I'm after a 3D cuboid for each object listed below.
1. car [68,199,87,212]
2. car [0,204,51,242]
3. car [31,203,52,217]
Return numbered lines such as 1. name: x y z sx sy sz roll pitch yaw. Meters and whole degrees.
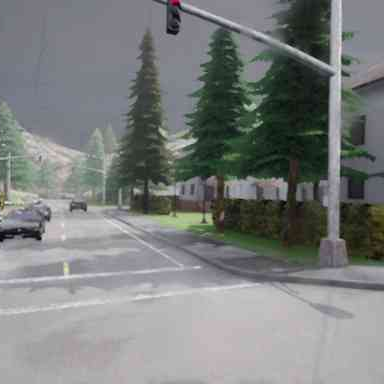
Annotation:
1. car: -13.633 1.581 39.700 1.837 1.490 4.892 1 0 -23
2. car: -8.559 1.586 17.049 2.033 1.411 5.357 1 0 -22
3. car: -12.199 1.591 26.274 1.994 1.385 4.181 1 0 -21
